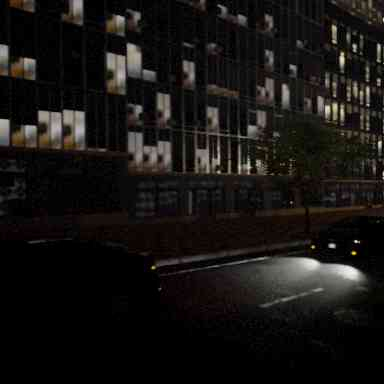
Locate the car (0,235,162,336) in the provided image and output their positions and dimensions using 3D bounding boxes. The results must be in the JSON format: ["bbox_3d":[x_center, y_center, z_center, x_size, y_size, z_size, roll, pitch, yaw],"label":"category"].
[{"bbox_3d":[-2.746,1.525,5.686,4.674,1.442,1.812,0,0,-35],"label":"car"}]

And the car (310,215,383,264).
[{"bbox_3d":[6.164,1.561,11.948,4.181,1.385,1.994,0,0,-35],"label":"car"}]
